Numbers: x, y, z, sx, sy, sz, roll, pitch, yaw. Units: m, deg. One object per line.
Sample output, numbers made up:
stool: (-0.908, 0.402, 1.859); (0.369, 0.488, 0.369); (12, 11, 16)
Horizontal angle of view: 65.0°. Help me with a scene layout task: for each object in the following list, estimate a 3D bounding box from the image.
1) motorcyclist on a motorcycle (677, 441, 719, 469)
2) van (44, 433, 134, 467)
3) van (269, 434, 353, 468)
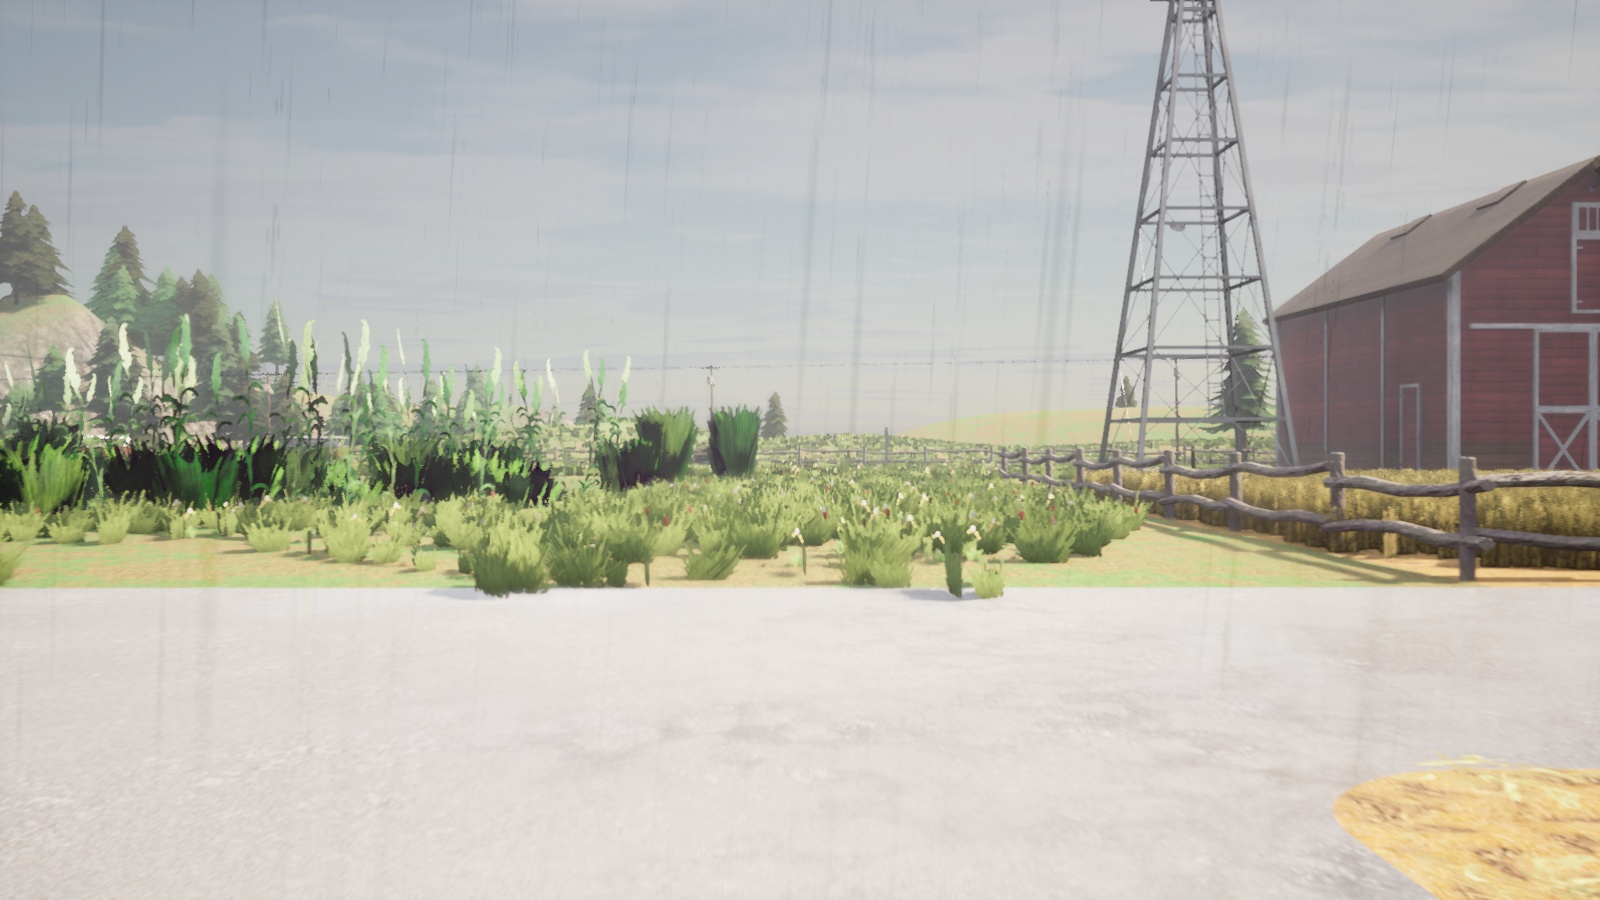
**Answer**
motorcyclist on a motorcycle: (-5.932, 0.295, 73.314); (2.350, 1.649, 0.766); (0, 0, 6)
van: (-42.579, 0.020, 75.279); (4.480, 2.038, 2.069); (0, -1, -23)
van: (-29.460, 0.065, 75.719); (4.442, 1.987, 1.775); (0, 0, 6)
